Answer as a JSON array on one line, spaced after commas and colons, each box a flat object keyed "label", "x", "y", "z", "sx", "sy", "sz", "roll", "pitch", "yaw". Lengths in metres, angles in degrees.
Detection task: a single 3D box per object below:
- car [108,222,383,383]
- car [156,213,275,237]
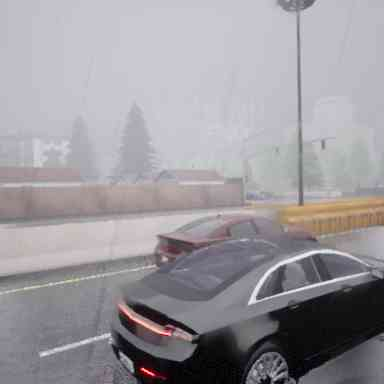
[{"label": "car", "x": 1.314, "y": 1.397, "z": 4.685, "sx": 4.902, "sy": 1.511, "sz": 2.128, "roll": -2, "pitch": 1, "yaw": -36}, {"label": "car", "x": 1.383, "y": 1.320, "z": 9.033, "sx": 5.008, "sy": 1.535, "sz": 1.882, "roll": -2, "pitch": 1, "yaw": -36}]
